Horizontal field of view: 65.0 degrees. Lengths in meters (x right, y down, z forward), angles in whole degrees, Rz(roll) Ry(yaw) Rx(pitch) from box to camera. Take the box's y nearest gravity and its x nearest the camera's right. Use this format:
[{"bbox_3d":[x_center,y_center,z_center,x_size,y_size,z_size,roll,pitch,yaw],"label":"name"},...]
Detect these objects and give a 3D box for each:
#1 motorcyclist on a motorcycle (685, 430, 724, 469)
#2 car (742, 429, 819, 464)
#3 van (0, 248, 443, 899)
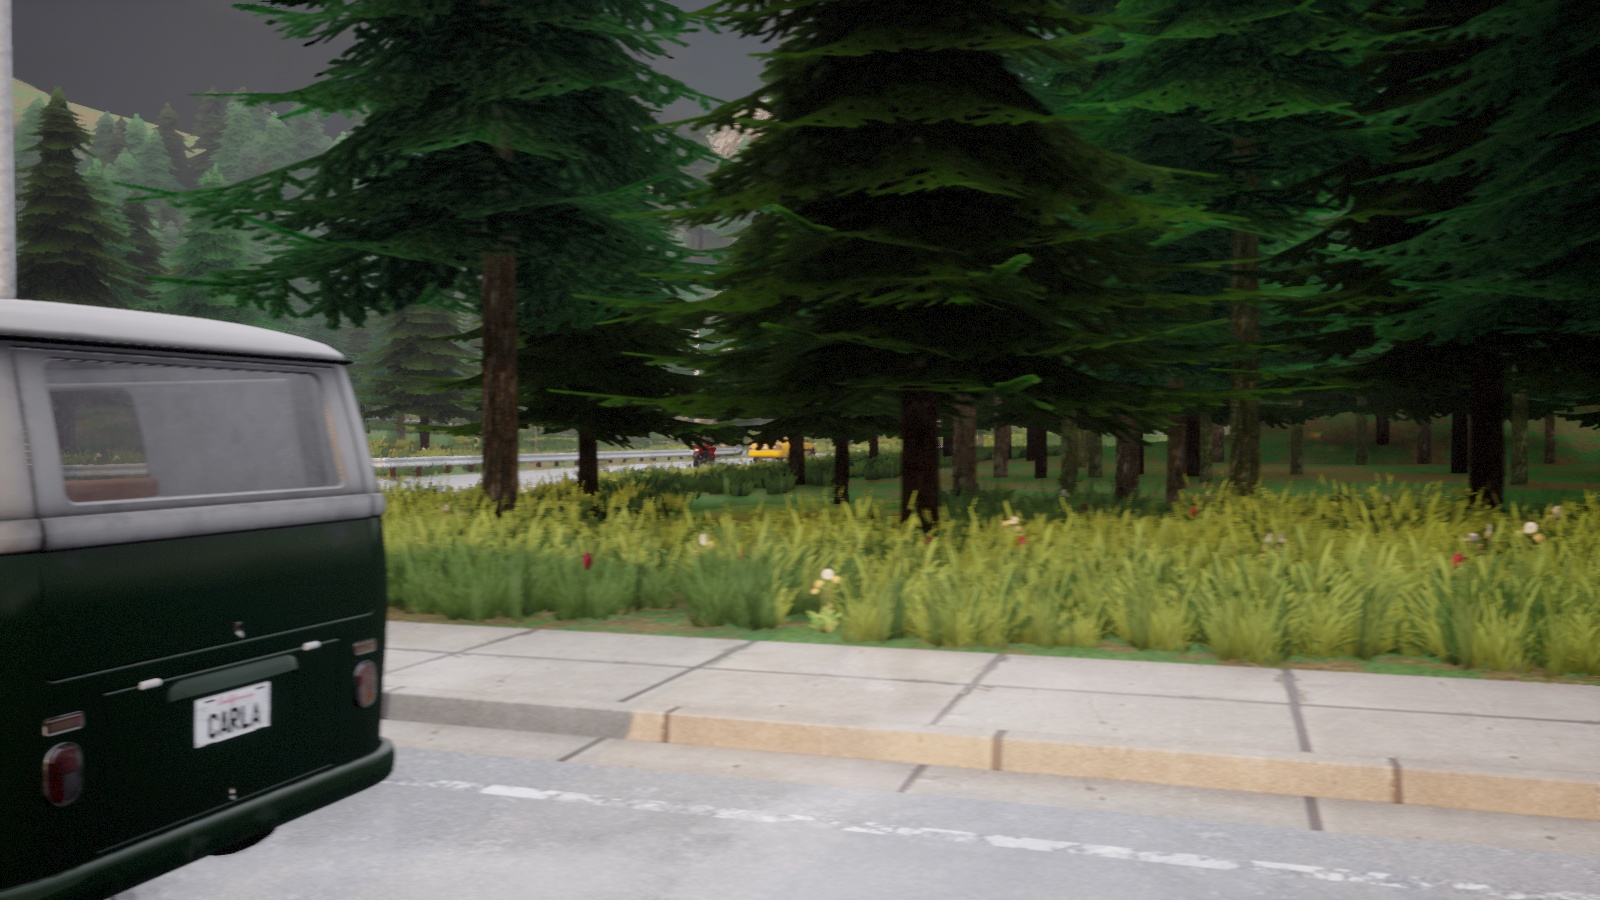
[{"bbox_3d":[-3.824,-0.037,50.225,0.797,1.523,2.044,1,1,19],"label":"motorcyclist on a motorcycle"},{"bbox_3d":[-0.826,-0.203,58.585,1.801,1.575,5.366,1,1,20],"label":"car"},{"bbox_3d":[-3.686,0.494,4.431,4.442,1.987,1.775,1,1,19],"label":"van"}]
